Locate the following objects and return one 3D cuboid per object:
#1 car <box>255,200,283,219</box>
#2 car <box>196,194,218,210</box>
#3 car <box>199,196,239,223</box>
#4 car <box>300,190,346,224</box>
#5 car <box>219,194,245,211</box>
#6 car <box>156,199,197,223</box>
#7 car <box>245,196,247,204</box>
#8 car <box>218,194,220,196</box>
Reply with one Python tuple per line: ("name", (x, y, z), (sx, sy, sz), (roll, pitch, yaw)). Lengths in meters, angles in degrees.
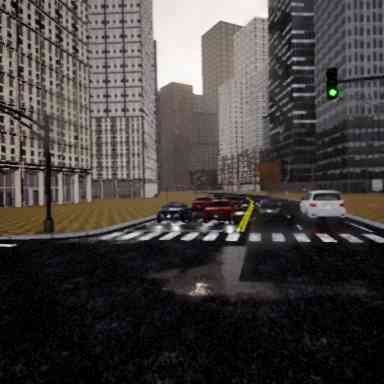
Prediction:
("car", (5.869, 1.288, 25.460), (1.994, 1.385, 4.181), (-1, 0, 11))
("car", (1.215, 1.218, 36.141), (1.882, 1.535, 5.008), (-1, 0, 12))
("car", (2.049, 1.286, 23.944), (1.882, 1.535, 5.008), (-1, 0, 12))
("car", (8.477, 0.918, 21.958), (2.150, 2.045, 5.566), (-1, 0, 12))
("car", (4.292, 1.192, 34.970), (1.837, 1.490, 4.892), (-1, 1, 12))
("car", (-1.188, 1.432, 24.334), (1.994, 1.385, 4.181), (-1, 0, 11))
("car", (7.158, 1.036, 49.436), (1.837, 1.490, 4.892), (-1, 0, 11))
("car", (4.016, 1.090, 50.298), (1.837, 1.490, 4.892), (-1, 1, 11))
